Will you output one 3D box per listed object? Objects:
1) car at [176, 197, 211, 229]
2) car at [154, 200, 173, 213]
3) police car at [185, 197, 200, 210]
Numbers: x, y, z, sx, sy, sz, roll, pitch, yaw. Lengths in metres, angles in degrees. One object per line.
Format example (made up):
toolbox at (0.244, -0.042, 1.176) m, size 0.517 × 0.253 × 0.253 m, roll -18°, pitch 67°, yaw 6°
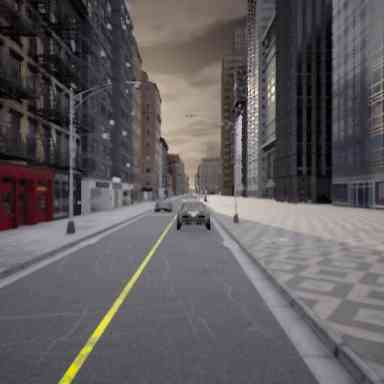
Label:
car at (0.096, 1.379, 21.983) m, size 2.097 × 1.767 × 4.553 m, roll 0°, pitch 0°, yaw 0°
car at (-3.097, 1.596, 37.333) m, size 2.033 × 1.411 × 5.357 m, roll 0°, pitch 0°, yaw 0°
police car at (0.093, 1.484, 44.281) m, size 1.930 × 1.638 × 5.238 m, roll 0°, pitch 0°, yaw 0°
